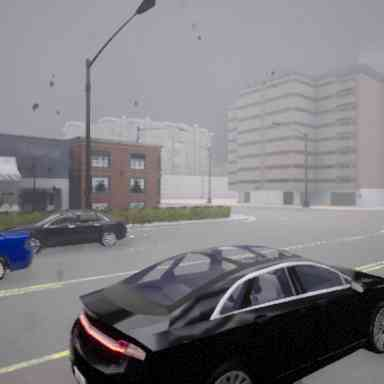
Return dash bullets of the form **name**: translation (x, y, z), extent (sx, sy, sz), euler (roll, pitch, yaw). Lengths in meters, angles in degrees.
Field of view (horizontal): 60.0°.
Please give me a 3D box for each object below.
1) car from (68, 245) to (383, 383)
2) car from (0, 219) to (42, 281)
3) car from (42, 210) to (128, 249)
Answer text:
- **car**: translation (0.945, 1.494, 4.479), extent (4.902, 1.511, 2.128), euler (0, 0, -36)
- **car**: translation (-6.536, 1.479, 7.916), extent (5.008, 1.535, 1.882), euler (0, 0, -36)
- **car**: translation (-5.003, 1.509, 13.334), extent (4.892, 1.490, 1.837), euler (0, 0, -36)
